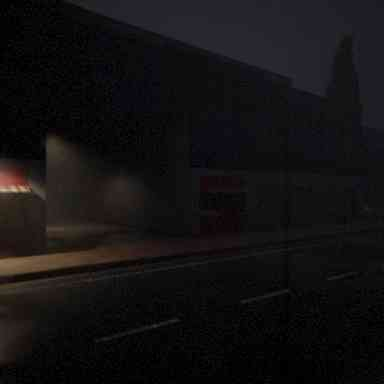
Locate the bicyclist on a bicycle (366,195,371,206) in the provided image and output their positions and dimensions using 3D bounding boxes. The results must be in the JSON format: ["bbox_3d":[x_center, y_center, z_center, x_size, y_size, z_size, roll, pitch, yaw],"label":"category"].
[{"bbox_3d":[27.115,1.301,51.050,1.656,1.620,0.582,0,0,-37],"label":"bicyclist on a bicycle"}]
